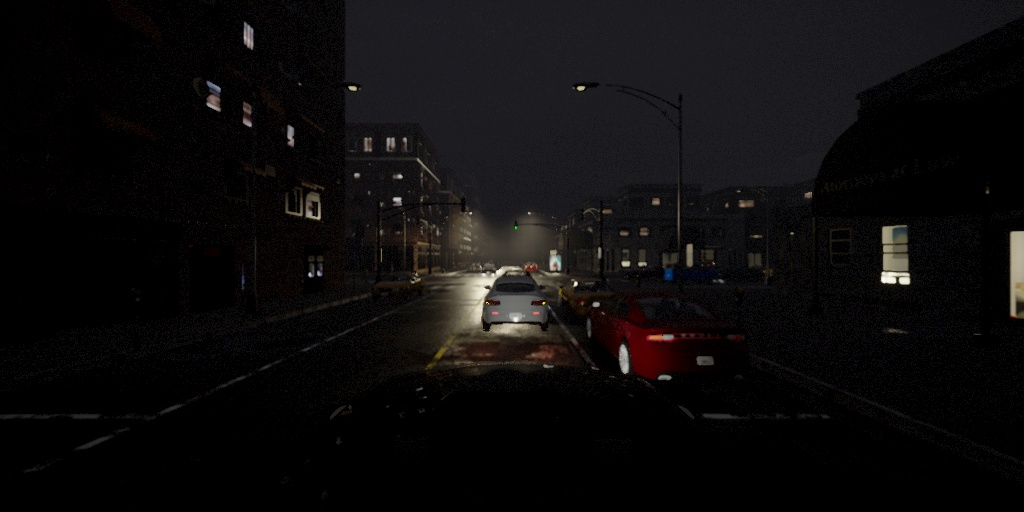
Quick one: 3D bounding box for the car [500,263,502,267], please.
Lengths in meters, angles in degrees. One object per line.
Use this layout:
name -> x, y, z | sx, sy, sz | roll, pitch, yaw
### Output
car -> -3.105, 1.771, 60.028 | 1.812, 1.442, 4.674 | 0, -1, 0

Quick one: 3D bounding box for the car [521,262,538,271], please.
car -> 2.668, 1.603, 51.066 | 1.967, 1.591, 4.097 | 0, 0, 0

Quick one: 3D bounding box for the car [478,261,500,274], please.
car -> -3.120, 1.702, 50.104 | 2.033, 1.411, 5.357 | 0, -1, 0

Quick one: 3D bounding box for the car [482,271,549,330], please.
car -> 0.097, 1.352, 11.265 | 1.812, 1.442, 4.674 | 0, 0, 0

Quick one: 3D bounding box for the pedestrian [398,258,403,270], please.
pedestrian -> -12.648, 1.137, 40.483 | 0.375, 1.860, 0.375 | 0, 0, 0

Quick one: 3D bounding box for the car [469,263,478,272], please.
car -> -5.715, 1.766, 56.747 | 2.007, 1.370, 4.403 | 0, 0, 0

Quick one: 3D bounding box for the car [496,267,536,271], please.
car -> 0.356, 1.514, 21.889 | 1.895, 1.301, 4.718 | 0, 0, 4

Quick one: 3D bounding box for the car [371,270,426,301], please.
car -> -5.698, 1.411, 18.427 | 1.751, 1.417, 4.829 | 0, 0, 0

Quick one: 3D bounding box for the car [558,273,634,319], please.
car -> 2.685, 1.365, 13.070 | 1.751, 1.417, 4.829 | 0, 0, 0

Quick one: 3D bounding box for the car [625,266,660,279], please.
car -> 13.475, 1.646, 35.155 | 4.718, 1.301, 1.895 | 0, 0, -1

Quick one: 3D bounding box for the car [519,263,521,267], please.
car -> 2.663, 1.850, 62.460 | 1.802, 1.307, 4.207 | 0, 0, 0

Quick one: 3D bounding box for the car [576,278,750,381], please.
car -> 2.688, 1.338, 7.203 | 1.888, 1.381, 4.507 | 0, 0, 0

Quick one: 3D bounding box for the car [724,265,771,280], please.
car -> 22.394, 1.632, 35.222 | 4.181, 1.385, 1.994 | 0, 0, 0

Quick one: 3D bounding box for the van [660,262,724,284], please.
van -> 14.644, 1.382, 29.371 | 3.998, 1.789, 1.690 | 0, 0, 0

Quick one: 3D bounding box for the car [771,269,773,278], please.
car -> 25.468, 1.606, 37.837 | 4.829, 1.417, 1.751 | 0, 0, 0
